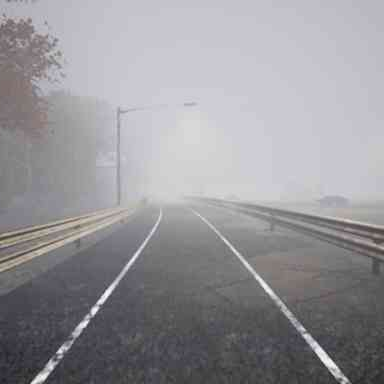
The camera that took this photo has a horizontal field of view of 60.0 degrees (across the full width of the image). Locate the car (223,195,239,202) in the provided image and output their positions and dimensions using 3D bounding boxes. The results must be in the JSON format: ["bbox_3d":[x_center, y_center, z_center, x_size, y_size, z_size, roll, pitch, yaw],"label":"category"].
[{"bbox_3d":[8.469,1.334,72.761,1.837,1.490,4.892,-1,0,-23],"label":"car"}]

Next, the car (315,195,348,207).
[{"bbox_3d":[19.605,1.225,47.053,1.837,1.490,4.892,-1,0,-23],"label":"car"}]
